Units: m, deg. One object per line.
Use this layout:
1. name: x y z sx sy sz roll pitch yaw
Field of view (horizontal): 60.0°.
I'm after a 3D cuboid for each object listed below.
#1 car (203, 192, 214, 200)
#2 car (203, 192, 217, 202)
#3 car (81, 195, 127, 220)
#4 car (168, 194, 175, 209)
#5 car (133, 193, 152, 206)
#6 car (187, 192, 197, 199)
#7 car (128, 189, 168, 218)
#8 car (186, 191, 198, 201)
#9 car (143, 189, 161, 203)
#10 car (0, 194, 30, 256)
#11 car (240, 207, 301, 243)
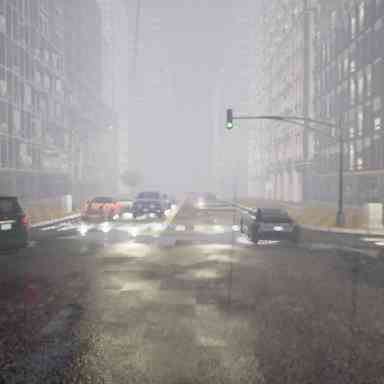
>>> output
1. car: 3.238 0.695 66.647 1.882 1.535 5.008 0 1 0
2. car: 3.240 0.856 56.647 1.812 1.442 4.674 0 1 0
3. car: -6.628 1.068 24.949 2.097 1.767 4.553 0 1 1
4. car: -3.321 0.929 36.549 2.097 1.767 4.553 0 1 0
5. car: -6.509 0.972 44.193 1.882 1.535 5.008 0 1 0
6. car: -0.012 0.727 67.896 1.812 1.442 4.674 0 1 0
7. car: -3.369 0.911 26.737 2.150 2.045 5.566 0 1 -1
8. car: -0.011 0.670 58.216 2.097 1.767 4.553 0 1 0
9. car: -6.511 0.592 54.760 2.150 2.045 5.566 0 1 0
10. car: -7.716 1.037 10.535 5.566 2.045 2.150 1 1 24
11. car: 3.356 1.346 14.932 1.994 1.385 4.181 0 1 0
